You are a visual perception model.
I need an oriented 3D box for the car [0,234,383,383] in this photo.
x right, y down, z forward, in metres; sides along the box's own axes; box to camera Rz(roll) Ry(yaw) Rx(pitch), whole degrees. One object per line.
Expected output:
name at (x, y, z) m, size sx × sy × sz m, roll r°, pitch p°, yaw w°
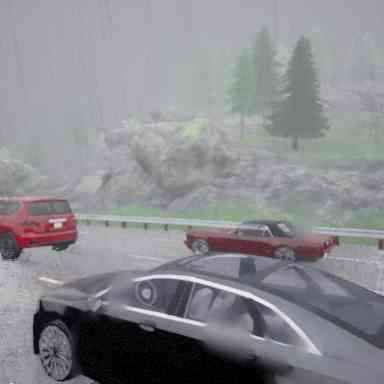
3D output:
car at (0.118, 1.479, 3.792) m, size 4.902 × 1.511 × 2.128 m, roll 0°, pitch 0°, yaw 35°

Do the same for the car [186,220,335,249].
car at (2.043, 1.565, 10.976) m, size 4.718 × 1.301 × 1.895 m, roll 0°, pitch 0°, yaw 34°

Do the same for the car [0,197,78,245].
car at (-6.711, 1.191, 12.496) m, size 5.566 × 2.045 × 2.150 m, roll 0°, pitch 0°, yaw 33°
